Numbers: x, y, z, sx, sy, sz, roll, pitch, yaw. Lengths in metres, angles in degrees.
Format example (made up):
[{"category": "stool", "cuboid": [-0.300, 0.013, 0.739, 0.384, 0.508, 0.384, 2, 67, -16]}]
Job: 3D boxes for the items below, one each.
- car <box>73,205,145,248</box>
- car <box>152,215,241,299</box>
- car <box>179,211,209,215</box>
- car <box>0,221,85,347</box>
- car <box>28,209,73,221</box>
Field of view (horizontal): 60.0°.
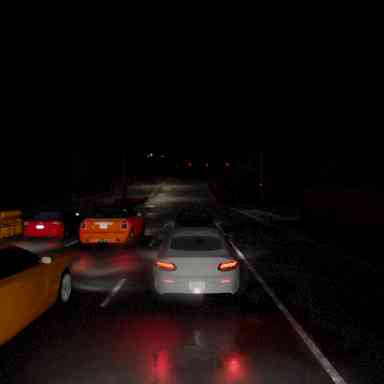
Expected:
[{"category": "car", "cuboid": [-3.406, 1.352, 14.950, 2.097, 1.767, 4.553, 0, 0, 0]}, {"category": "car", "cuboid": [0.094, 1.526, 8.301, 1.812, 1.442, 4.674, 0, 0, 0]}, {"category": "car", "cuboid": [0.094, 1.601, 17.189, 1.895, 1.301, 4.718, 0, 0, 0]}, {"category": "car", "cuboid": [-3.402, 1.478, 4.977, 1.882, 1.535, 5.008, 0, 0, 0]}, {"category": "car", "cuboid": [-6.906, 1.564, 17.145, 1.994, 1.385, 4.181, 0, 0, 0]}]
